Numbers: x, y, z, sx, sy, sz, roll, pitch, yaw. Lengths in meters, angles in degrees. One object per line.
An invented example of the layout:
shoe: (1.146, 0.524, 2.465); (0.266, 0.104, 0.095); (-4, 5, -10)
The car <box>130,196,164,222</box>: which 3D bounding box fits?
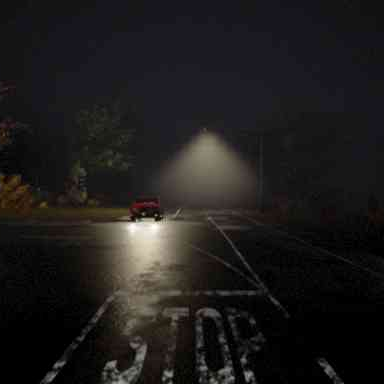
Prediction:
car: (-3.531, 1.345, 26.917); (2.150, 2.045, 5.566); (1, -2, 0)
